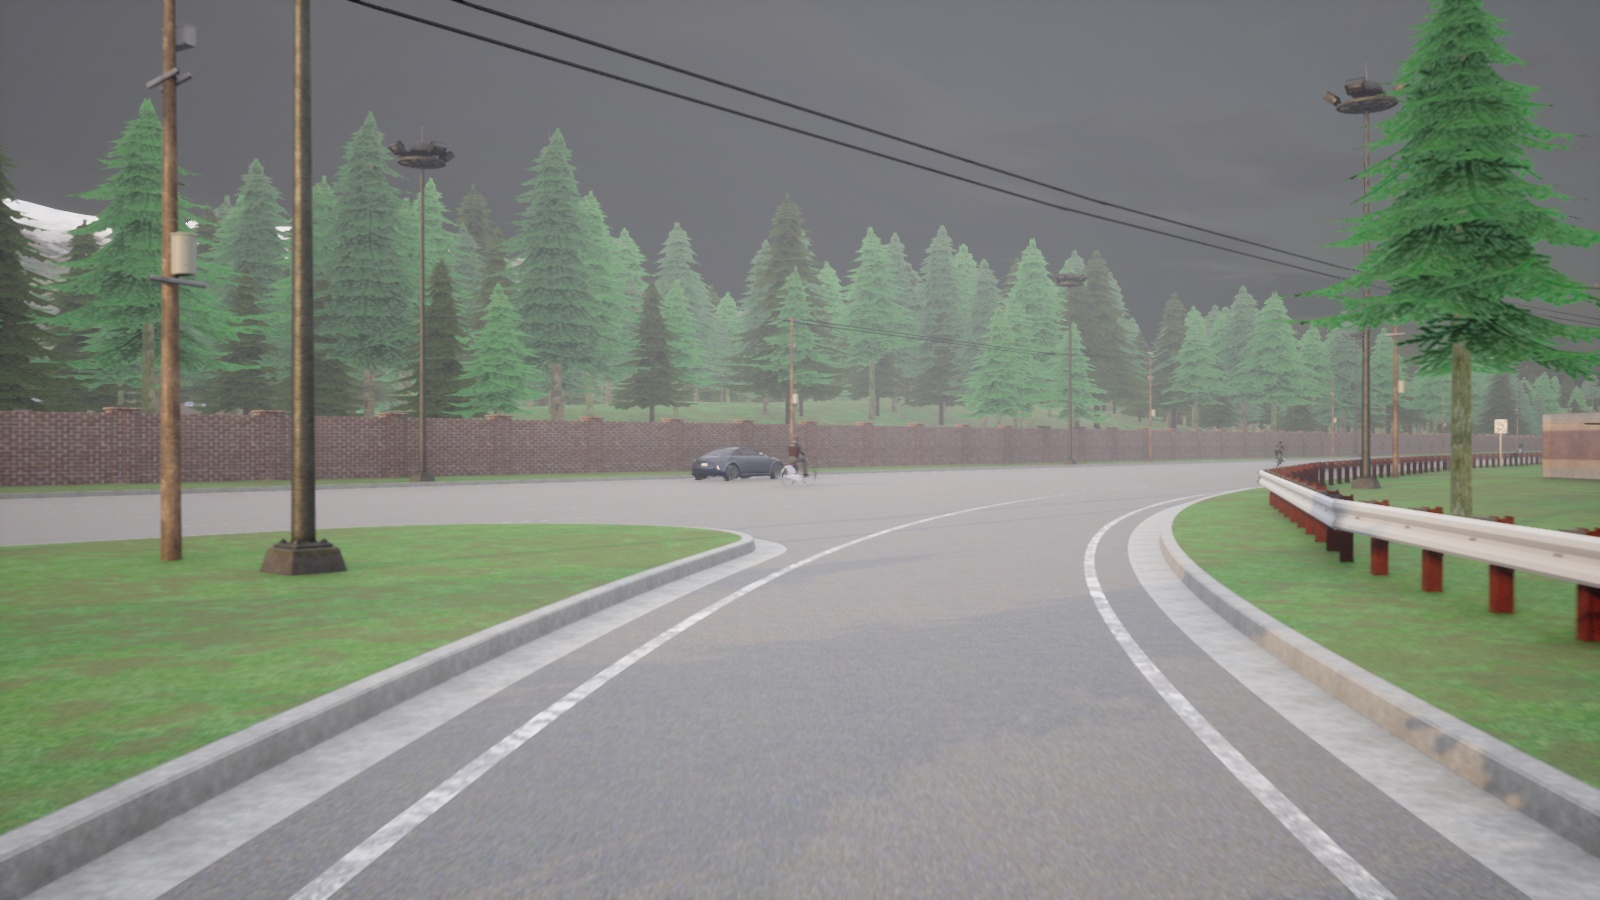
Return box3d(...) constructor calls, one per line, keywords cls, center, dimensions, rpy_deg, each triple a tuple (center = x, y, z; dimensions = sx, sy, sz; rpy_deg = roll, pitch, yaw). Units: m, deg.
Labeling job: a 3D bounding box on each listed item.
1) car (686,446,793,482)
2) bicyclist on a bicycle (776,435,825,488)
box3d(cls="car", center=(-2.413, 0.538, 51.112), dimensions=(1.994, 1.385, 4.181), rpy_deg=(0, 0, 41))
box3d(cls="bicyclist on a bicycle", center=(0.021, 0.389, 43.206), dimensions=(0.659, 1.776, 1.843), rpy_deg=(0, 0, 40))
